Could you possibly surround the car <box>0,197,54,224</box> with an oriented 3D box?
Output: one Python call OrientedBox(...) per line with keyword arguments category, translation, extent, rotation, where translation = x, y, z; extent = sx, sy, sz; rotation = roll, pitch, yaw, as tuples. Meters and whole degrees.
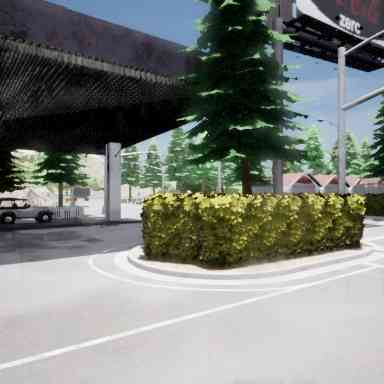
OrientedBox(category="car", translation=(-11.934, 1.313, 23.504), extent=(3.866, 1.878, 1.905), rotation=(0, 0, -36))
